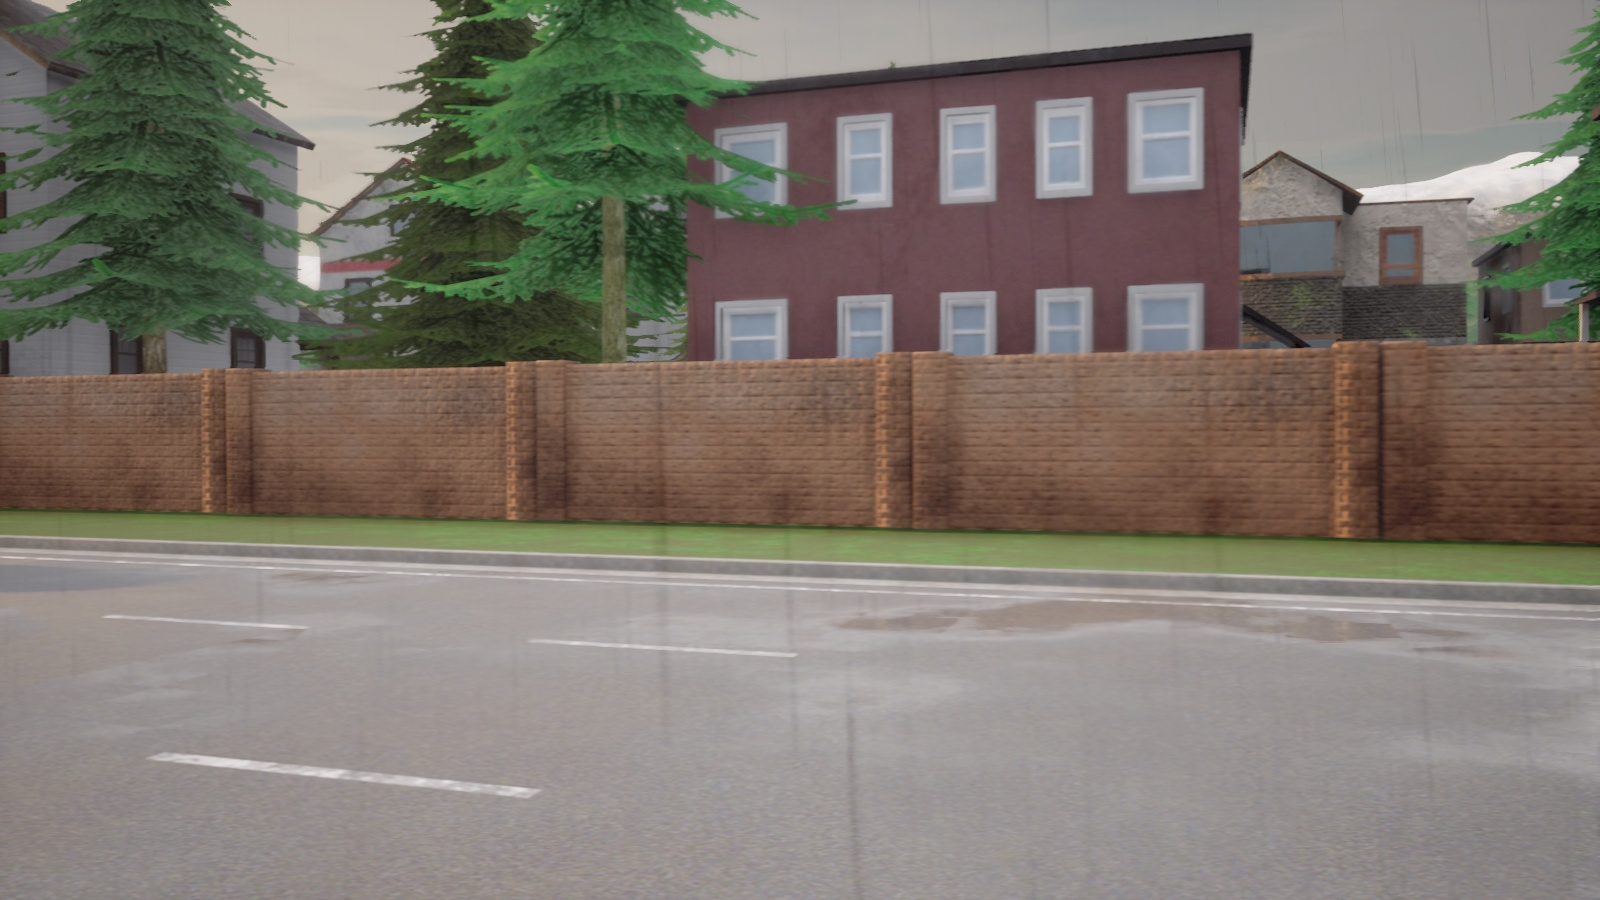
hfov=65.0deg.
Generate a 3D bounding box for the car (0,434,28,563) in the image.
[{"bbox_3d":[-11.762,0.548,14.641,4.792,1.488,2.163,1,1,19],"label":"car"}]
